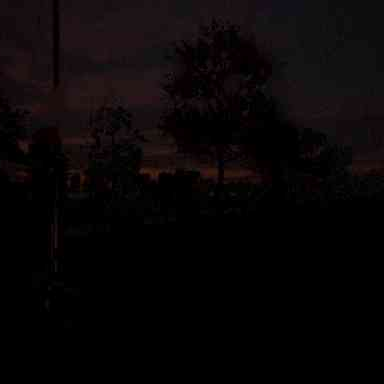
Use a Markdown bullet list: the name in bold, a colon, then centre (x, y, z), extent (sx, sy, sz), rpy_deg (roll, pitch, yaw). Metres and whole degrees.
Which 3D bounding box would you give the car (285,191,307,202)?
- **car**: centre (15.405, 0.610, 49.081), extent (1.882, 1.535, 5.008), rpy_deg (0, 1, 36)
